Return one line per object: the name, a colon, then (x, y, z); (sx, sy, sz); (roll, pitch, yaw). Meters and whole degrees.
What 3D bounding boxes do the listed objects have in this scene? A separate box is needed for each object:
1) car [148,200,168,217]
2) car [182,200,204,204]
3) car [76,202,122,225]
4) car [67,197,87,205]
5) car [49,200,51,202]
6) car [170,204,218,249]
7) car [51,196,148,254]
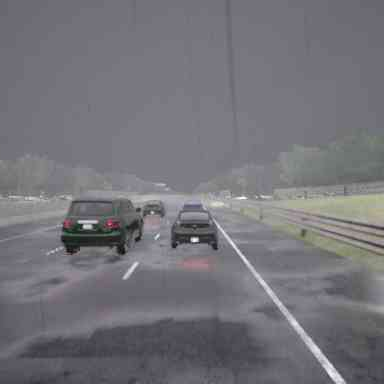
car: (-3.398, 1.508, 30.895); (1.837, 1.490, 4.892); (0, 0, 0)
car: (0.102, 1.482, 32.396); (1.882, 1.535, 5.008); (0, 0, 0)
car: (-6.899, 1.547, 25.316); (2.033, 1.411, 5.357); (0, 0, 0)
car: (-21.010, 1.652, 61.034); (1.895, 1.301, 4.718); (0, 0, 0)
car: (-24.510, 1.554, 61.045); (1.837, 1.490, 4.892); (0, 0, 0)
car: (0.101, 1.503, 14.617); (1.837, 1.490, 4.892); (0, 0, 0)
car: (-3.387, 1.220, 13.559); (2.150, 2.045, 5.566); (0, 0, 0)
